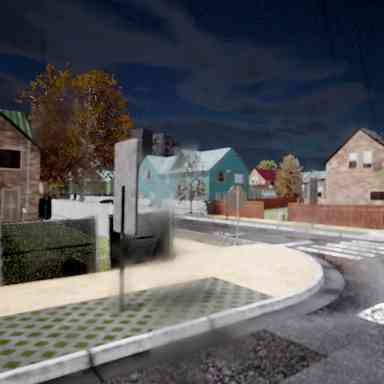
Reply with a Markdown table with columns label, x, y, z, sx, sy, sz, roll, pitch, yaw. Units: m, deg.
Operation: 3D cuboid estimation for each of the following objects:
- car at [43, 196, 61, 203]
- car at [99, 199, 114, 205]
| label | x | y | z | sx | sy | sz | roll | pitch | yaw |
| --- | --- | --- | --- | --- | --- | --- | --- | --- | --- |
| car | -19.248 | 1.299 | 45.596 | 1.837 | 1.490 | 4.892 | 2 | -1 | -36 |
| car | -6.608 | 1.371 | 28.457 | 1.837 | 1.490 | 4.892 | 2 | -1 | -37 |
